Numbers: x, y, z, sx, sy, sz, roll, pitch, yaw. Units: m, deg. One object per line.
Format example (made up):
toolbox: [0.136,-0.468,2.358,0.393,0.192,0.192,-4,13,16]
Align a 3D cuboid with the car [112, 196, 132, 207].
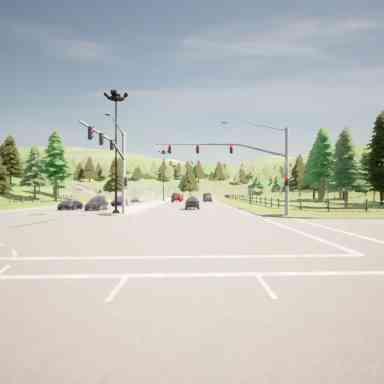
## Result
car: [-11.555,1.547,53.095,2.033,1.411,5.357,0,0,0]

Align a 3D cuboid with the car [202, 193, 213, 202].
car: [3.591,1.536,73.814,2.033,1.411,5.357,0,0,1]

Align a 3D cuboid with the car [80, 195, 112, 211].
car: [-11.570,1.504,40.415,1.837,1.490,4.892,0,0,0]

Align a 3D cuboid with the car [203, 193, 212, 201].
car: [3.820,1.166,84.439,2.150,2.045,5.566,0,0,2]

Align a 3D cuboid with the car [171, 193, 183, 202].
car: [-3.409,1.221,73.853,2.150,2.045,5.566,0,0,1]

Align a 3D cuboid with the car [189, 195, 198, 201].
car: [0.321,1.466,84.503,2.128,1.511,4.902,0,0,2]

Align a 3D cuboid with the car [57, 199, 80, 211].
car: [-15.058,1.564,41.249,1.994,1.385,4.181,0,0,1]

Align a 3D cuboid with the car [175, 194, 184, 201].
car: [-3.178,1.419,84.598,1.882,1.535,5.008,0,0,2]

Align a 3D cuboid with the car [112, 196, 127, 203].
car: [-14.946,1.525,68.619,2.128,1.511,4.902,0,0,0]

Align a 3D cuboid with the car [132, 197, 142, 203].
car: [-11.447,1.596,68.447,1.895,1.301,4.718,0,0,0]

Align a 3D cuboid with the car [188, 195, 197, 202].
car: [0.095,1.475,74.233,1.882,1.535,5.008,0,0,1]

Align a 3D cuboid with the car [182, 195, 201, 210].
car: [0.032,1.504,43.214,1.837,1.490,4.892,0,0,0]

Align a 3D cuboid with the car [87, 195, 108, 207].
car: [-15.048,1.352,53.165,2.097,1.767,4.553,0,0,0]
